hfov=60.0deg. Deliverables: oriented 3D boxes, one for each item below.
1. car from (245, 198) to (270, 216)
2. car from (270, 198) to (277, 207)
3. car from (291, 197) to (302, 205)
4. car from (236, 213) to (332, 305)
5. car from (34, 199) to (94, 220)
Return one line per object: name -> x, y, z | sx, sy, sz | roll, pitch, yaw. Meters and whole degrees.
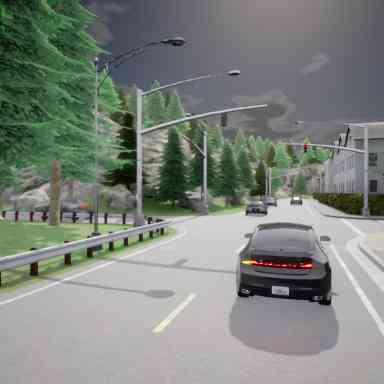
car -> 6.286, 1.564, 32.375 | 1.994, 1.385, 4.181 | 0, 0, 13
car -> 11.716, 1.564, 49.817 | 1.994, 1.385, 4.181 | 0, 0, 18
car -> 19.023, 1.564, 60.551 | 1.994, 1.385, 4.181 | 0, 0, 18
car -> 2.299, 1.505, 8.222 | 1.837, 1.490, 4.892 | 0, 0, 18
car -> -10.619, 1.563, 27.707 | 5.357, 1.411, 2.033 | 0, 0, 19
